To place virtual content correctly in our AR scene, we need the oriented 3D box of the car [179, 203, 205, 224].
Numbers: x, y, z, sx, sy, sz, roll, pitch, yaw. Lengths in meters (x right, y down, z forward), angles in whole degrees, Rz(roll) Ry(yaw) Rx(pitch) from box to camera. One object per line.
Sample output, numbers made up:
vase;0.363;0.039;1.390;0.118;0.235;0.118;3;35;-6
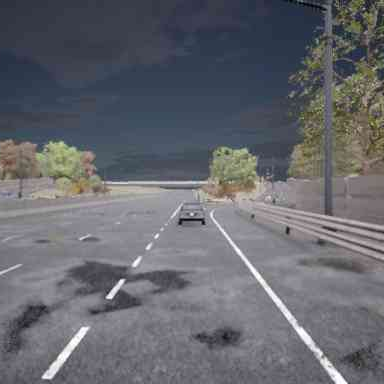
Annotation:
car;0.001;1.507;24.143;2.033;1.411;5.357;0;0;0
